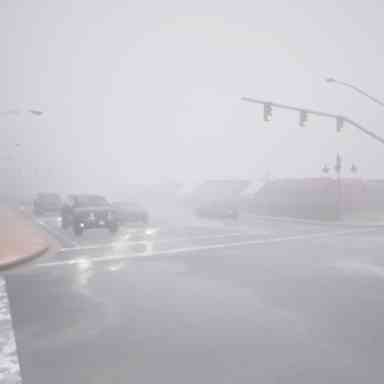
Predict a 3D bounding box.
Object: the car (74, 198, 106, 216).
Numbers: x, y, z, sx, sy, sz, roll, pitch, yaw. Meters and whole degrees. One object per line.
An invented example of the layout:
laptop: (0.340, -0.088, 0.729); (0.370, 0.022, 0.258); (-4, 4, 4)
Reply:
car: (-10.036, 1.385, 32.413); (1.837, 1.490, 4.892); (0, 1, -31)

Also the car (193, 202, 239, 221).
car: (1.843, 1.456, 26.567); (1.994, 1.385, 4.181); (0, 0, -31)

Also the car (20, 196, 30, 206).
car: (-24.703, 1.336, 49.925); (1.812, 1.442, 4.674); (0, 0, -31)

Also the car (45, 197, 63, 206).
car: (-21.138, 1.399, 50.780); (1.895, 1.301, 4.718); (0, 0, -31)

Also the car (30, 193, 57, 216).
car: (-13.670, 1.110, 31.646); (2.150, 2.045, 5.566); (0, 1, -31)

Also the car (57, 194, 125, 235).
car: (-5.921, 1.171, 18.932); (2.150, 2.045, 5.566); (0, 0, -31)

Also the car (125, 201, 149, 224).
car: (-4.737, 1.398, 23.719); (1.882, 1.535, 5.008); (0, 0, -31)
